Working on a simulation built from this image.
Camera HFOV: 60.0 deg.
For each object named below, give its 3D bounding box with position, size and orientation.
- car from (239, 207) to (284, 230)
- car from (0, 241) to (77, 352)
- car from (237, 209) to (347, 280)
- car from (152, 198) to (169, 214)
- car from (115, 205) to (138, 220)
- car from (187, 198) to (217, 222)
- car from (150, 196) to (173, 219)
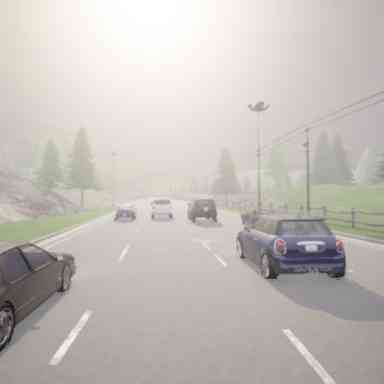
[{"bbox_3d":[4.981,1.882,24.655,1.895,1.301,4.718,0,-1,-6],"label":"car"},{"bbox_3d":[-3.737,1.644,6.154,2.033,1.411,5.357,0,-1,-4],"label":"car"},{"bbox_3d":[2.837,1.470,10.542,2.097,1.767,4.553,0,-1,-5],"label":"car"},{"bbox_3d":[-4.306,1.806,45.586,2.150,2.045,5.566,0,-1,-6],"label":"car"},{"bbox_3d":[-6.462,1.964,32.893,1.812,1.442,4.674,0,0,-6],"label":"car"},{"bbox_3d":[0.872,1.592,30.113,2.150,2.045,5.566,0,0,-6],"label":"car"},{"bbox_3d":[-3.157,1.669,34.902,2.150,2.045,5.566,0,-1,-6],"label":"car"}]
